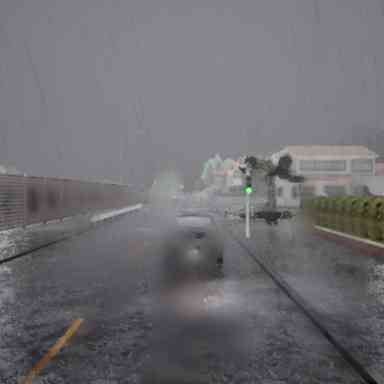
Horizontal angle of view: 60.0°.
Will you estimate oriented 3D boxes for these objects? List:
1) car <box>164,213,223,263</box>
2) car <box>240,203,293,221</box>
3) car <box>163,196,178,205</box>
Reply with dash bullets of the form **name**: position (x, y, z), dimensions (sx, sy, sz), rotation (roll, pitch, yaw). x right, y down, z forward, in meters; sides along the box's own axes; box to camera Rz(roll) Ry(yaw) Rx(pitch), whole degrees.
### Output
- **car**: position (0.064, 1.509, 11.942), dimensions (1.837, 1.490, 4.892), rotation (0, 0, 0)
- **car**: position (5.973, 1.573, 26.818), dimensions (4.181, 1.385, 1.994), rotation (0, 0, -8)
- **car**: position (-4.091, 1.583, 59.487), dimensions (1.994, 1.385, 4.181), rotation (0, 0, 0)
